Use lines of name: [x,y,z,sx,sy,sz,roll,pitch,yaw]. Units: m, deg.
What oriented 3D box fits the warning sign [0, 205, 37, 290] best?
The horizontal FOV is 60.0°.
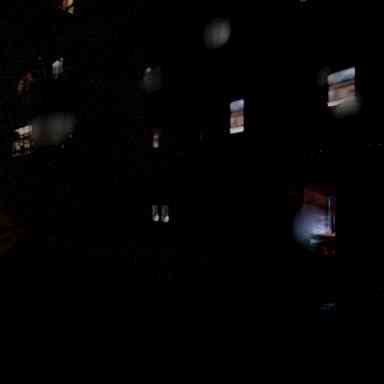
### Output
warning sign: [-4.528,1.246,7.797,1.060,1.860,1.300,-1,-2,45]
